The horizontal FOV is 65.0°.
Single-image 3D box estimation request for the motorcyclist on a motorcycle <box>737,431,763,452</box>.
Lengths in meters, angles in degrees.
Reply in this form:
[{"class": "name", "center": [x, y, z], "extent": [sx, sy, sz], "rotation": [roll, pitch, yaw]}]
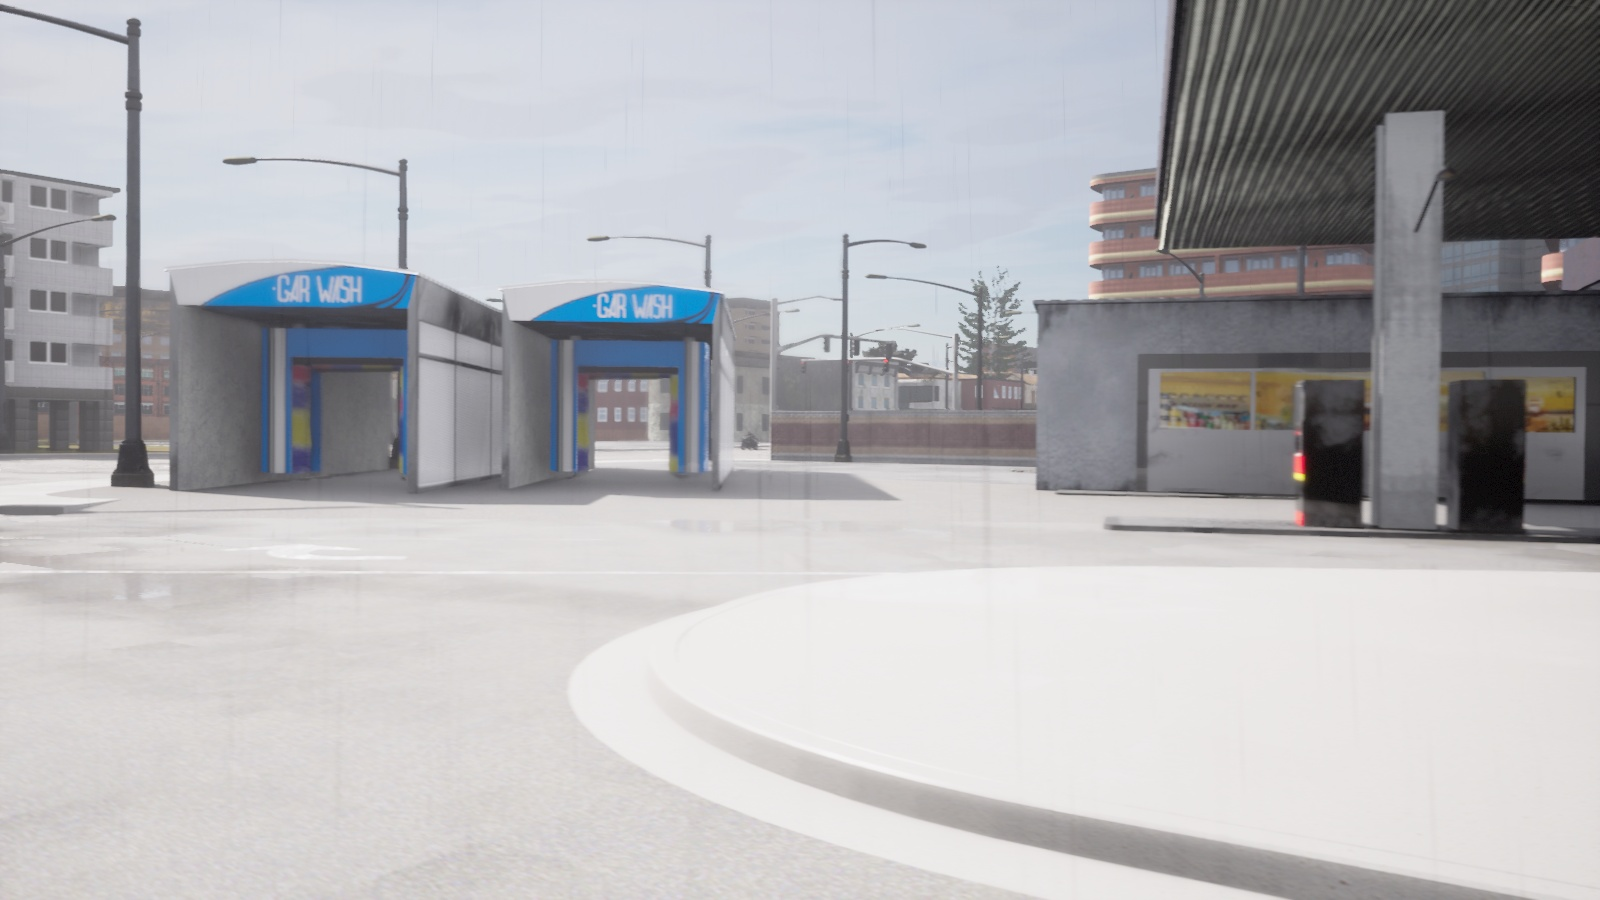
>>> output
[{"class": "motorcyclist on a motorcycle", "center": [-3.832, -0.633, 95.922], "extent": [0.866, 1.530, 2.191], "rotation": [0, 2, 34]}]
